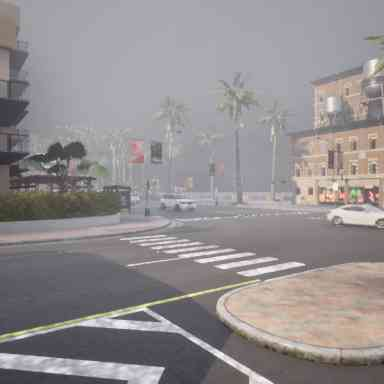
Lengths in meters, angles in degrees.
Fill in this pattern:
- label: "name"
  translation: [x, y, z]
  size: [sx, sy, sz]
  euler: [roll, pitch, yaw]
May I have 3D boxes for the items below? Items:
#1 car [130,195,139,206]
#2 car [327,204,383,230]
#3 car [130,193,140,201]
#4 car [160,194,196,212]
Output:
- label: "car"
  translation: [-10.853, 1.547, 52.572]
  size: [2.033, 1.411, 5.357]
  euler: [0, 0, -35]
- label: "car"
  translation: [11.043, 1.526, 21.343]
  size: [1.812, 1.442, 4.674]
  euler: [0, 0, -35]
- label: "car"
  translation: [-12.685, 1.221, 67.362]
  size: [2.150, 2.045, 5.566]
  euler: [0, 0, -38]
- label: "car"
  translation: [-1.792, 1.220, 39.655]
  size: [2.150, 2.045, 5.566]
  euler: [0, 0, -35]
